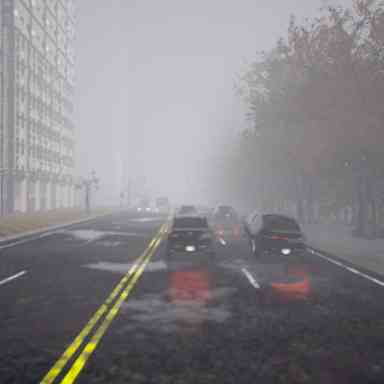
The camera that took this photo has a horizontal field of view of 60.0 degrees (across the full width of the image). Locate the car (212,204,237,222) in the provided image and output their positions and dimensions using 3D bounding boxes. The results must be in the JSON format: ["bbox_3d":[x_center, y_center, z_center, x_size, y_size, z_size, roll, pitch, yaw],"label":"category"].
[{"bbox_3d":[2.807,1.787,29.097,1.812,1.442,4.674,-2,-2,-1],"label":"car"}]

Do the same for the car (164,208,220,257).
[{"bbox_3d":[-0.072,1.645,13.550,1.837,1.490,4.892,0,0,0],"label":"car"}]

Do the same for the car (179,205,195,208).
[{"bbox_3d":[-0.420,1.820,28.969,1.812,1.442,4.674,0,0,-1],"label":"car"}]

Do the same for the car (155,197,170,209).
[{"bbox_3d":[-5.098,1.808,57.623,2.150,2.045,5.566,0,0,-3],"label":"car"}]

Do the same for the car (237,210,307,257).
[{"bbox_3d":[3.198,1.520,13.581,1.837,1.490,4.892,4,5,0],"label":"car"}]

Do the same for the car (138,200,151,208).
[{"bbox_3d":[-8.430,2.081,59.089,1.882,1.535,5.008,0,-1,-3],"label":"car"}]
